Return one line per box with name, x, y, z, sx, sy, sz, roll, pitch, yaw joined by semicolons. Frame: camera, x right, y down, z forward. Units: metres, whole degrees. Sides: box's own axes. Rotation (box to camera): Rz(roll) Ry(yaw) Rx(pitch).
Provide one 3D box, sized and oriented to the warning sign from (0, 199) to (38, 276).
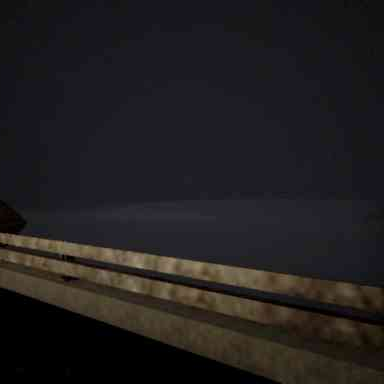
warning sign;-4.974;1.133;8.724;1.060;1.860;1.300;-1;0;36
